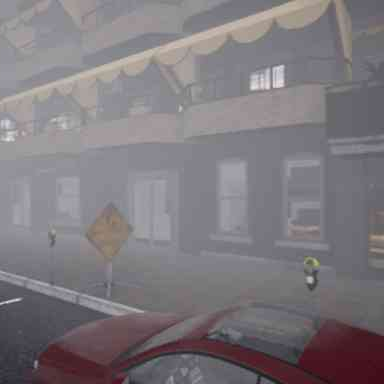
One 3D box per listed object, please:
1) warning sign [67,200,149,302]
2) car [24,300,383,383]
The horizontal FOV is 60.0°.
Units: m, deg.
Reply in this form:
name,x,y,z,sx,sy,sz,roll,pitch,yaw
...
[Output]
name,x,y,z,sx,sy,sz,roll,pitch,yaw
warning sign,-1.755,1.123,7.047,1.060,1.860,1.300,0,0,35
car,0.385,1.584,2.600,4.206,1.307,1.802,0,0,35
